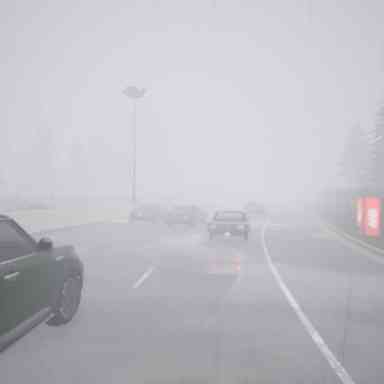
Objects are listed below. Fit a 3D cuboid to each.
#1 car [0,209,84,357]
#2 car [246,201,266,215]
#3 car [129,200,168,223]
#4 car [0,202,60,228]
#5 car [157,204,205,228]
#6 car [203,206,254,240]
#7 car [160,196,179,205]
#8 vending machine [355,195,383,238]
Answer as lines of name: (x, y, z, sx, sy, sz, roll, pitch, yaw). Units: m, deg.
car: (-3.205, 1.205, 3.943, 2.150, 2.045, 5.566, 0, 0, 3)
car: (6.476, 1.580, 33.876, 1.994, 1.385, 4.181, 0, 0, 16)
car: (-3.142, 1.539, 25.278, 1.994, 1.385, 4.181, 0, 0, 15)
car: (-11.236, 1.464, 22.646, 1.812, 1.442, 4.674, 0, 0, 13)
car: (-0.323, 1.537, 22.509, 2.033, 1.411, 5.357, 0, 0, 15)
car: (2.029, 1.603, 17.085, 1.895, 1.301, 4.718, 0, 0, 11)
car: (-4.121, 1.473, 61.071, 1.837, 1.490, 4.892, 0, 0, 16)
vending machine: (9.036, 1.230, 16.971, 1.100, 2.100, 0.880, 0, 0, 13)
